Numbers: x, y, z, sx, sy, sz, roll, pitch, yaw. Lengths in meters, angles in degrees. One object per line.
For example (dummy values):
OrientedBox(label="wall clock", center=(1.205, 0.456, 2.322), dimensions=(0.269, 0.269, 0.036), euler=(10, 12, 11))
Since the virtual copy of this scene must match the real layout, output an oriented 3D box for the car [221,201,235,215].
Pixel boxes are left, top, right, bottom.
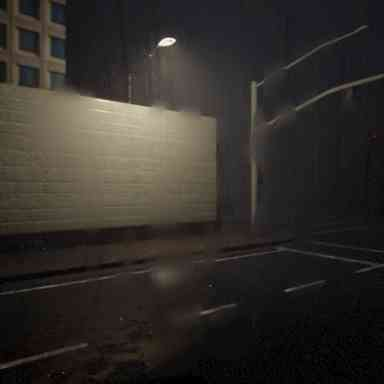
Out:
OrientedBox(label="car", center=(2.301, 1.531, 33.874), dimensions=(2.128, 1.511, 4.902), euler=(0, 0, -36))
